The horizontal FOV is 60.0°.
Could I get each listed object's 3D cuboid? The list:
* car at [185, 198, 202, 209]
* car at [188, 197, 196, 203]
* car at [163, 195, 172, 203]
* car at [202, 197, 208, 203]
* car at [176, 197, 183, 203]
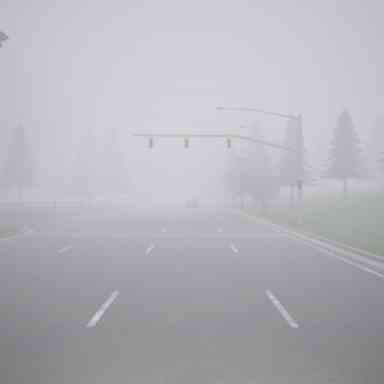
[{"bbox_3d":[0.017,1.758,51.970,2.097,1.767,4.553,0,0,0],"label":"car"},{"bbox_3d":[0.035,2.269,93.444,2.033,1.411,5.357,0,0,0],"label":"car"},{"bbox_3d":[-6.964,1.955,93.479,2.150,2.045,5.566,0,0,0],"label":"car"},{"bbox_3d":[3.535,2.229,93.443,1.837,1.490,4.892,0,0,0],"label":"car"},{"bbox_3d":[-3.465,2.253,93.445,1.812,1.442,4.674,0,0,0],"label":"car"}]
